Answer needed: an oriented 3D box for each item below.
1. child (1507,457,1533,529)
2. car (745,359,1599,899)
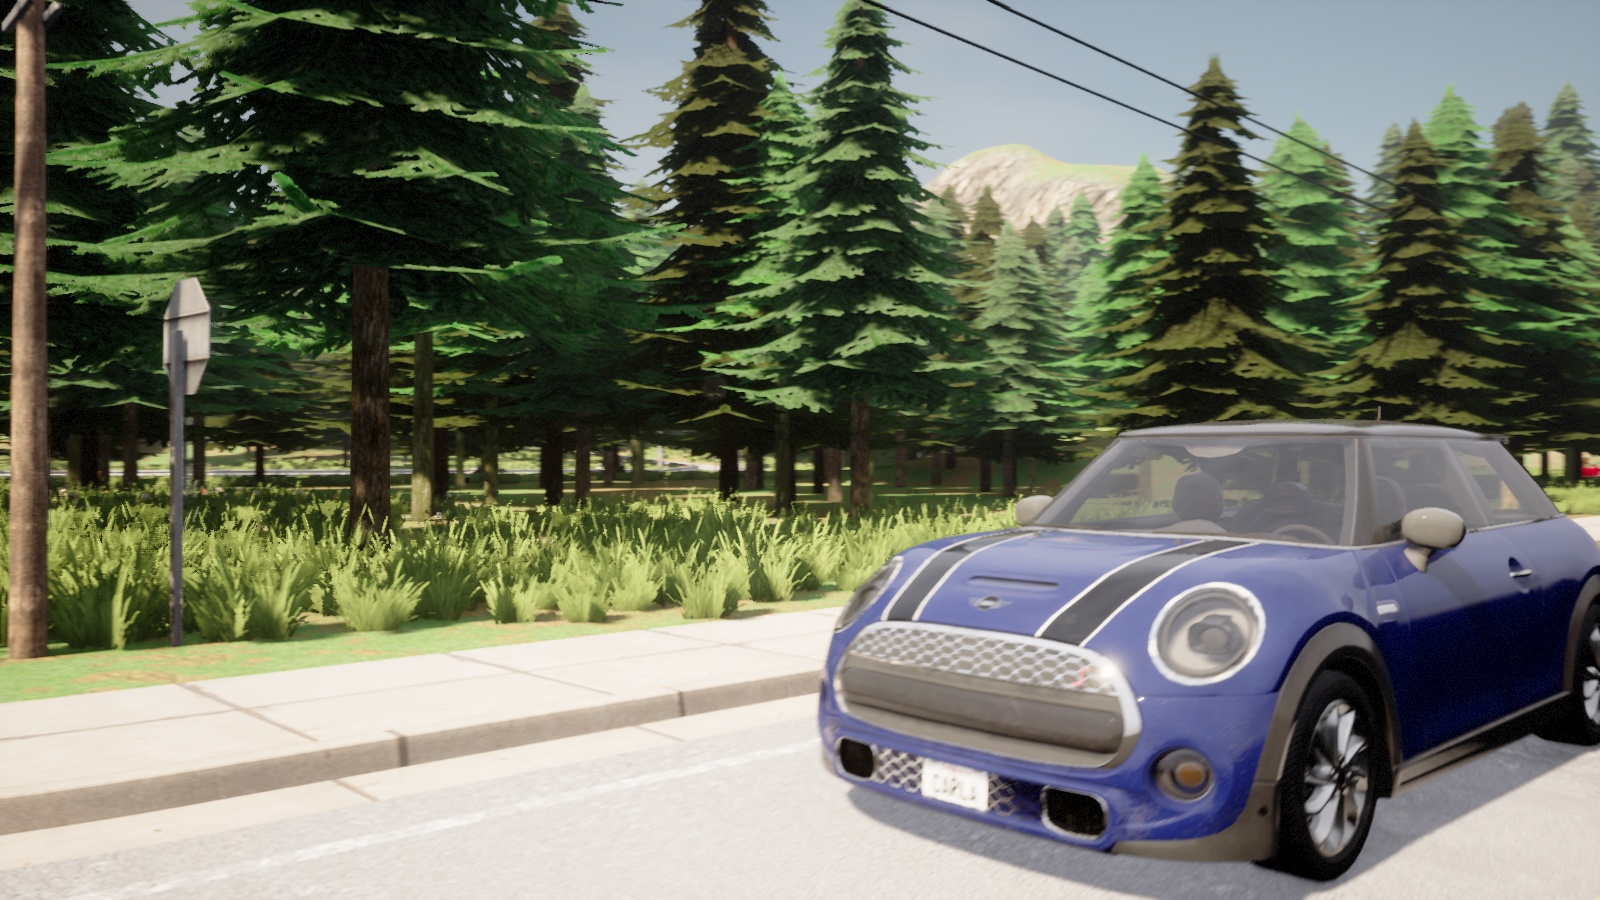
[{"bbox_3d":[12.914,0.764,22.526,0.437,1.263,0.270,0,0,-43],"label":"child"},{"bbox_3d":[2.157,0.624,5.993,4.553,1.767,2.097,0,0,-43],"label":"car"}]
